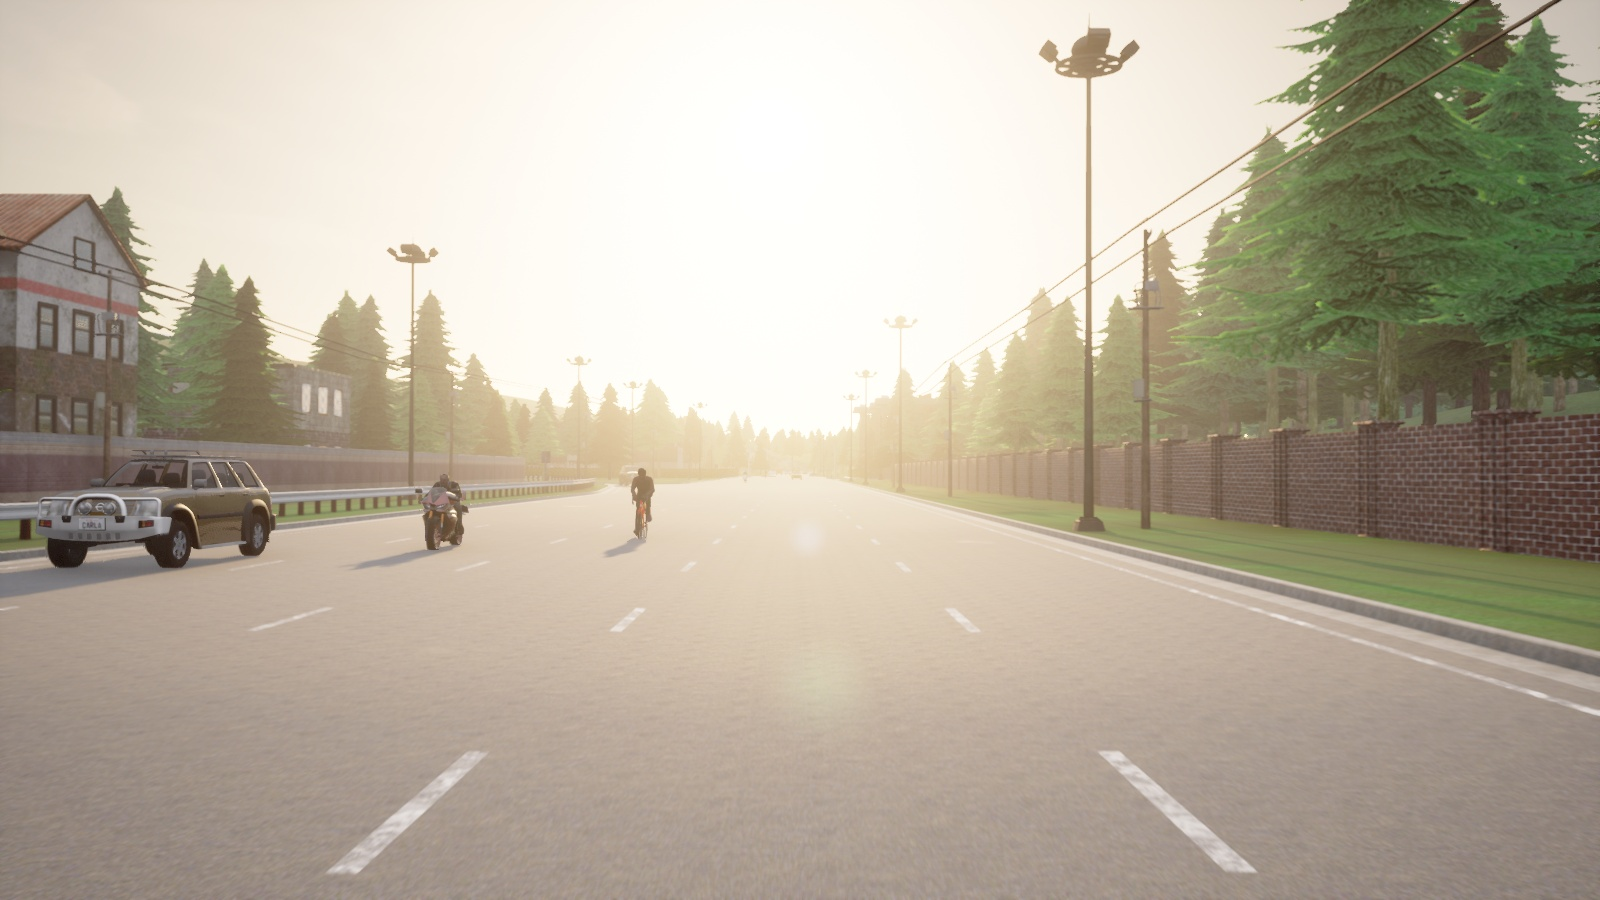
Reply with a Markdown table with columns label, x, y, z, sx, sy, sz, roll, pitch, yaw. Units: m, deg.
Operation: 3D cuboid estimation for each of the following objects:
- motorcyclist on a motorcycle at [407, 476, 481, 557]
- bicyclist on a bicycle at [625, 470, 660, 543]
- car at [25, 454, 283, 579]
| label | x | y | z | sx | sy | sz | roll | pitch | yaw |
| --- | --- | --- | --- | --- | --- | --- | --- | --- | --- |
| motorcyclist on a motorcycle | -7.060 | 1.297 | 25.021 | 0.866 | 1.530 | 2.191 | 0 | -1 | 0 |
| bicyclist on a bicycle | -3.569 | 1.260 | 28.567 | 0.582 | 1.620 | 1.656 | 0 | -1 | 0 |
| car | -10.551 | 1.025 | 20.976 | 1.932 | 1.855 | 4.605 | 0 | -1 | 0 |
